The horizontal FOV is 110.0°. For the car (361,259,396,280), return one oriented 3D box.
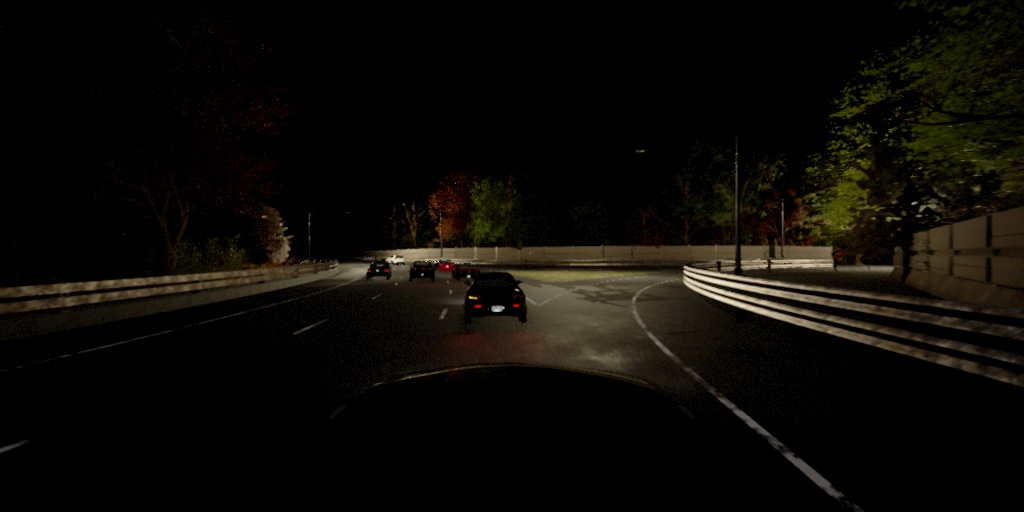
[{"bbox_3d":[-11.311,1.203,30.683,2.033,1.411,5.357,0,0,-16],"label":"car"}]

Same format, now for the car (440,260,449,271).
[{"bbox_3d":[-8.226,1.154,43.178,1.994,1.385,4.181,0,0,-22],"label":"car"}]

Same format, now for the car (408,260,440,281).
[{"bbox_3d":[-7.160,1.144,28.525,2.128,1.511,4.902,0,0,-15],"label":"car"}]

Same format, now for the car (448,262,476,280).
[{"bbox_3d":[-3.876,1.239,29.521,1.895,1.301,4.718,0,0,-15],"label":"car"}]

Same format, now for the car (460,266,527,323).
[{"bbox_3d":[-0.612,1.232,11.886,1.812,1.442,4.674,0,0,-5],"label":"car"}]
